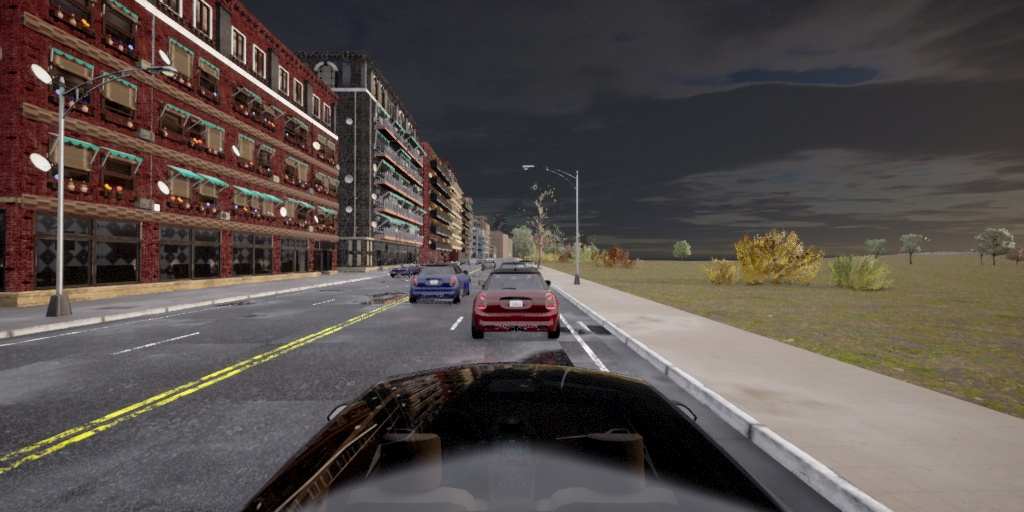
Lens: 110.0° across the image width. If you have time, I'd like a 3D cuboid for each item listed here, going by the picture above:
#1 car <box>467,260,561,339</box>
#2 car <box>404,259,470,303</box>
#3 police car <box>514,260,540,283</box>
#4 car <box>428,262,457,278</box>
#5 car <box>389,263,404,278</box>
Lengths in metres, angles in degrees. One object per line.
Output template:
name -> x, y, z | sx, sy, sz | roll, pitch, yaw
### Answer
car -> 0.084, 1.104, 10.257 | 2.097, 1.767, 4.553 | 0, 0, 0
car -> -3.169, 1.105, 16.667 | 2.097, 1.767, 4.553 | 0, 0, 0
police car -> 1.105, 1.180, 29.525 | 1.930, 1.638, 5.238 | 0, 0, 0
car -> -6.640, 1.319, 34.611 | 1.994, 1.385, 4.181 | 0, 0, 0
car -> -9.888, 1.356, 33.537 | 1.895, 1.301, 4.718 | 0, 0, 0
